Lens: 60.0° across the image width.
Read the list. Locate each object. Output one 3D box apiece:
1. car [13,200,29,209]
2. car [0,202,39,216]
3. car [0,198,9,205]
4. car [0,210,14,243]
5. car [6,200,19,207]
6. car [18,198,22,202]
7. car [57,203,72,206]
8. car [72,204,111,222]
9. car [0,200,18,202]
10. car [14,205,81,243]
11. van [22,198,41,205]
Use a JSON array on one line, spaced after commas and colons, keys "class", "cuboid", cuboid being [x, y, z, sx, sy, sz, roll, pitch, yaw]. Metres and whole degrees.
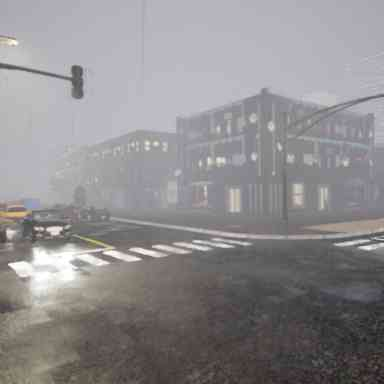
[{"class": "car", "cuboid": [-30.802, 2.188, 59.934, 1.887, 1.381, 4.507, -2, 0, -35]}, {"class": "car", "cuboid": [-13.523, 1.790, 25.648, 1.882, 1.535, 5.008, -1, 0, -35]}, {"class": "car", "cuboid": [-46.840, 2.369, 82.491, 1.967, 1.590, 4.097, -2, 0, -35]}, {"class": "car", "cuboid": [-10.447, 1.812, 16.629, 1.947, 1.339, 4.313, -2, 0, -35]}, {"class": "car", "cuboid": [-37.216, 2.324, 68.958, 1.947, 1.339, 4.313, -2, 0, -35]}, {"class": "car", "cuboid": [-27.601, 1.900, 55.422, 2.192, 1.841, 5.009, -2, 0, -35]}, {"class": "car", "cuboid": [-11.560, 1.865, 32.867, 1.802, 1.307, 4.206, -2, 0, -35]}, {"class": "car", "cuboid": [-8.353, 1.771, 28.355, 2.008, 1.369, 4.403, -2, 0, -35]}, {"class": "car", "cuboid": [-19.351, 1.903, 33.862, 1.882, 1.535, 5.008, -1, 0, -35]}, {"class": "car", "cuboid": [-7.720, 1.689, 17.501, 2.128, 1.511, 4.902, -1, 0, -34]}, {"class": "van", "cuboid": [-24.394, 1.868, 50.911, 1.690, 1.788, 3.998, -2, 0, -35]}]
